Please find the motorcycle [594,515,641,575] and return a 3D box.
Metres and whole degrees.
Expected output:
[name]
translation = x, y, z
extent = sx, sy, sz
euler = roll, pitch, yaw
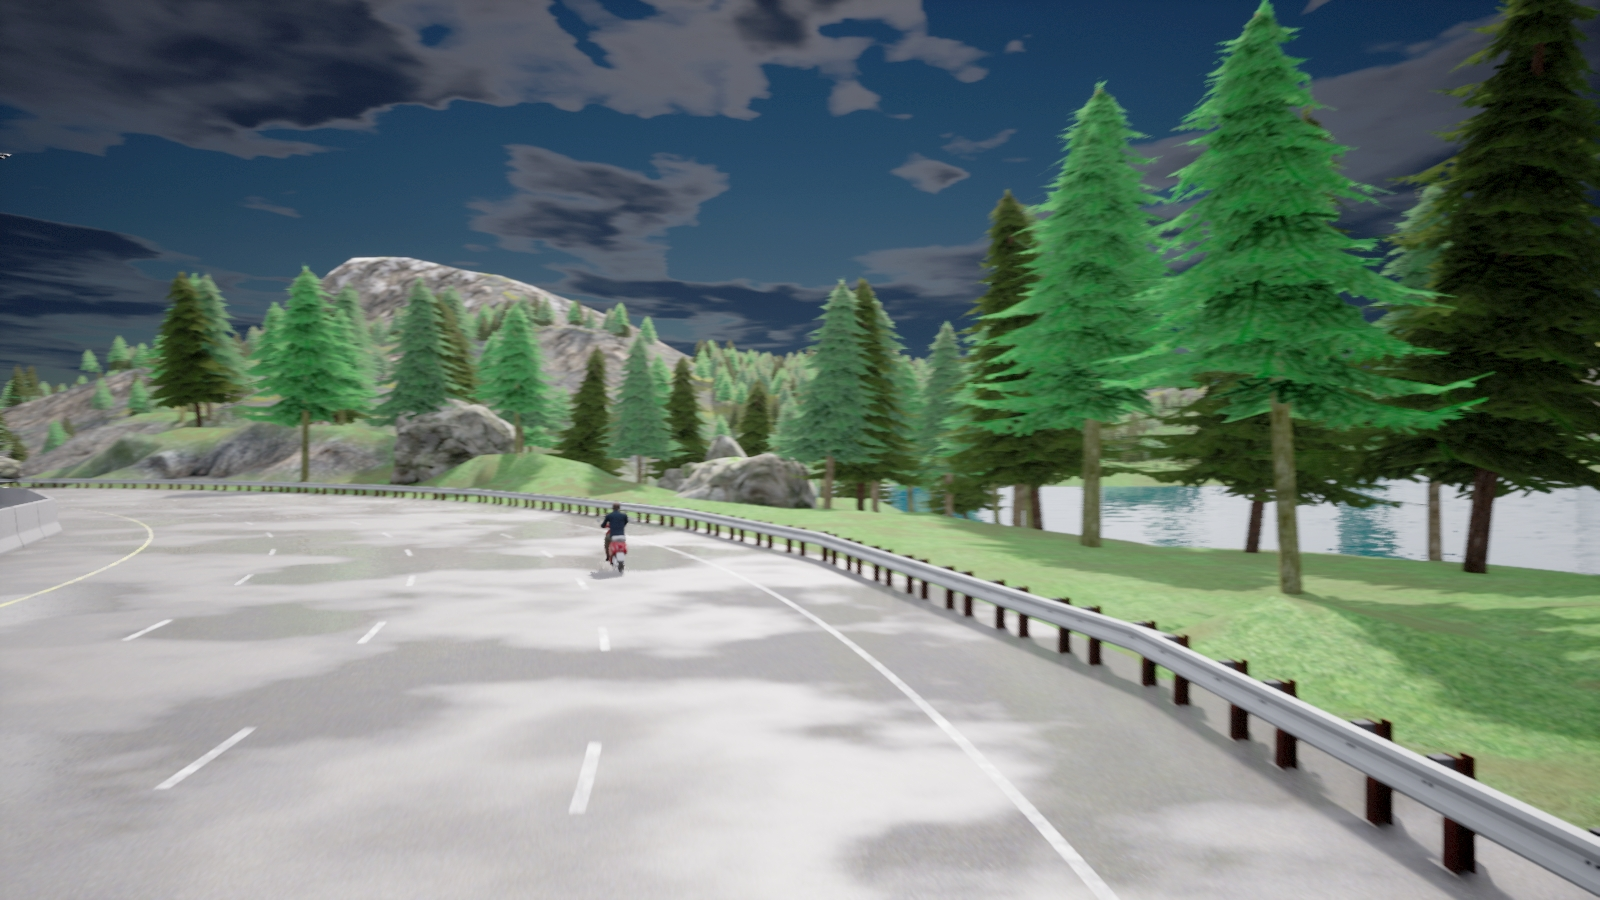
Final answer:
[motorcycle]
translation = -4.305, 2.206, 26.861
extent = 0.856, 1.236, 1.805
euler = -2, 0, -16
